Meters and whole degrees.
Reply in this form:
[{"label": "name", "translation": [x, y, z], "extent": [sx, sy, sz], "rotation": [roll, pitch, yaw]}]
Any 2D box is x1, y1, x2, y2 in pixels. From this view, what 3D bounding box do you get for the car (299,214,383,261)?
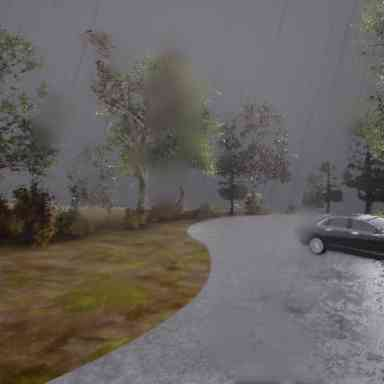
[{"label": "car", "translation": [6.063, 1.567, 11.478], "extent": [1.837, 1.490, 4.892], "rotation": [0, 0, -34]}]
